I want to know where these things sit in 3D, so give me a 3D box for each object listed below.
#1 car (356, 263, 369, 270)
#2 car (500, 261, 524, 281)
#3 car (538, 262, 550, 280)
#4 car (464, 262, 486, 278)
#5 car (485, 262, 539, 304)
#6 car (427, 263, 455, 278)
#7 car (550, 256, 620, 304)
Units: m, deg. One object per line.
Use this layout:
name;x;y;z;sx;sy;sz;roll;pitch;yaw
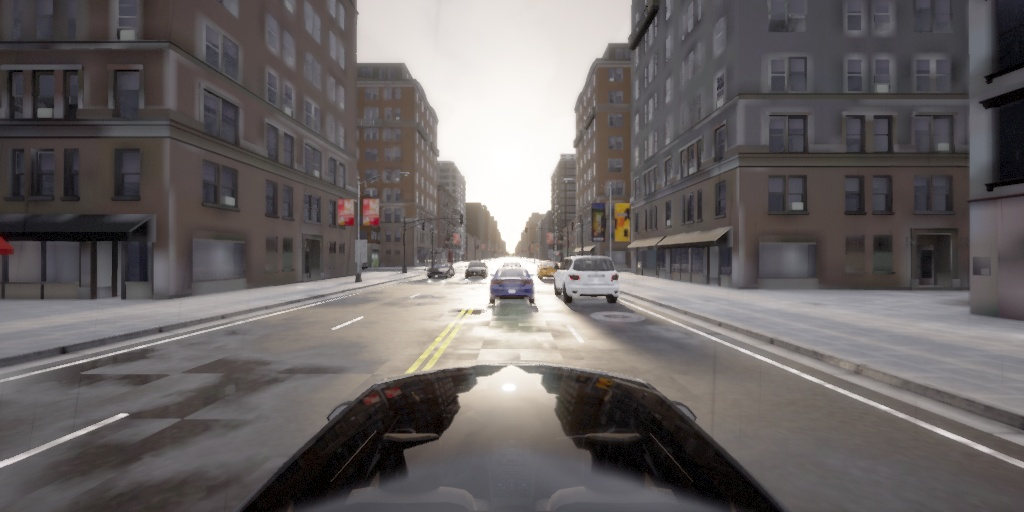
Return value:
car;-22.125;1.324;49.609;4.313;1.339;1.948;0;0;0
car;0.000;1.233;31.500;1.882;1.535;5.008;0;0;0
car;3.250;1.233;31.499;1.882;1.535;5.008;0;0;0
car;-3.250;1.308;33.500;1.837;1.490;4.892;0;0;0
car;0.000;1.234;16.499;1.882;1.535;5.008;0;0;0
car;-6.500;1.350;33.500;2.033;1.411;5.357;0;0;0
car;3.250;1.007;16.529;2.150;2.045;5.566;0;0;0
